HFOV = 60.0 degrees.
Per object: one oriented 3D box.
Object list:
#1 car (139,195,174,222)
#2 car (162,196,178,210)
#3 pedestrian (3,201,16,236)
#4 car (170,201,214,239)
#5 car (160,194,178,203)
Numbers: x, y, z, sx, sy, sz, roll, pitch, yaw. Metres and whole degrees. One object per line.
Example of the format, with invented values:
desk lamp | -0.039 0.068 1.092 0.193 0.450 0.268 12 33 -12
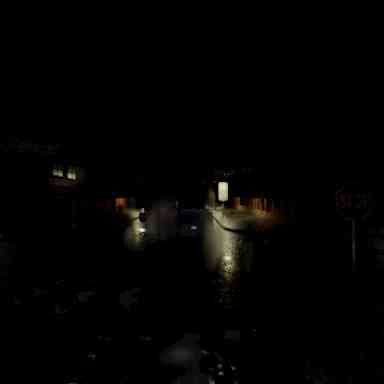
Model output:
car | -2.850 1.371 26.373 2.097 1.767 4.553 0 0 0
car | -3.013 1.481 46.357 2.097 1.767 4.553 0 0 -2
pedestrian | -9.671 1.385 17.533 0.375 1.860 0.375 0 -1 1
car | 0.090 1.472 17.393 1.882 1.535 5.008 0 0 0
car | -2.863 1.282 36.182 2.150 2.045 5.566 0 0 0
